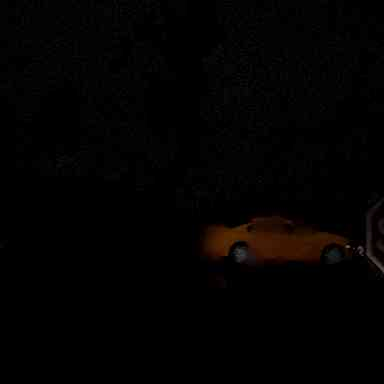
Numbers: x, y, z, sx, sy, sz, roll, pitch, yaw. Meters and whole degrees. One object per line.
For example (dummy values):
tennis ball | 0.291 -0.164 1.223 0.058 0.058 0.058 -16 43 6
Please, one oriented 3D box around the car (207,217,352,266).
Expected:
car | 3.067 1.680 11.921 5.008 1.535 1.882 1 -1 0
